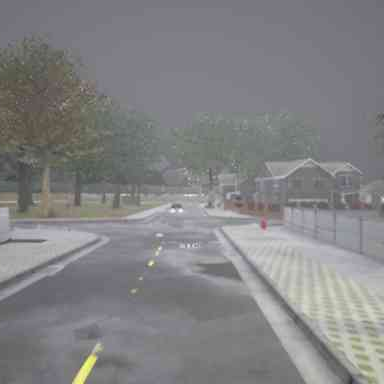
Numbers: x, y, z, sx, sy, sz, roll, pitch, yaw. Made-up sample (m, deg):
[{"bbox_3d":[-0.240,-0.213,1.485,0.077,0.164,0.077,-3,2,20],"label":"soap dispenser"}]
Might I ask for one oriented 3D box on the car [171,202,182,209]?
[{"bbox_3d":[-2.751,2.455,60.166,1.895,1.301,4.718,0,-1,0],"label":"car"}]
